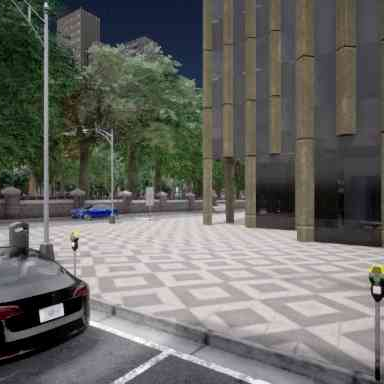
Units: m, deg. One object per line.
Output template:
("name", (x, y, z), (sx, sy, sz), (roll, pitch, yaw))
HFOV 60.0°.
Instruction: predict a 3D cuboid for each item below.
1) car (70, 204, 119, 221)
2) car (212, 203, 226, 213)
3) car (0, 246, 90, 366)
("car", (-9.402, 1.937, 32.238), (1.882, 1.535, 5.008), (0, -1, 35))
("car", (3.932, 2.472, 51.166), (1.812, 1.442, 4.674), (0, -1, 36))
("car", (-3.471, 1.566, 5.423), (4.313, 1.339, 1.947), (0, 0, 35))
